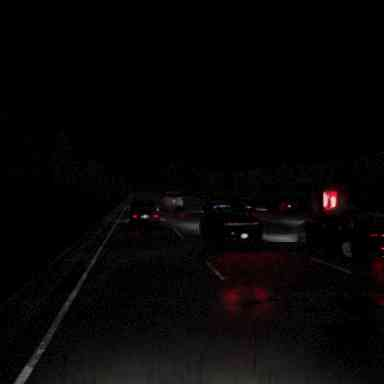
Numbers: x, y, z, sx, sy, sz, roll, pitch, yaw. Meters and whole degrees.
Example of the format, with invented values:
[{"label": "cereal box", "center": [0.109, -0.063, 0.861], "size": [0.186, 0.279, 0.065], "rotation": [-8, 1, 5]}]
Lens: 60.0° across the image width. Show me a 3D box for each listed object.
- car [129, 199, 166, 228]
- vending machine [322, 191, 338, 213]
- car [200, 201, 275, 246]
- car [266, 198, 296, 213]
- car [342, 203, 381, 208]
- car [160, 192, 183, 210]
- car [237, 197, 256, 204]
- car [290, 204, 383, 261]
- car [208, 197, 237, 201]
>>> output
[{"label": "car", "center": [-3.067, 1.442, 21.378], "size": [2.033, 1.411, 5.357], "rotation": [0, 0, -10]}, {"label": "vending machine", "center": [13.347, 0.913, 32.117], "size": [1.100, 2.100, 0.880], "rotation": [0, 0, -10]}, {"label": "car", "center": [1.561, 1.394, 14.669], "size": [2.128, 1.511, 4.902], "rotation": [0, 0, -9]}, {"label": "car", "center": [9.027, 1.301, 33.900], "size": [1.994, 1.385, 4.181], "rotation": [0, 0, -10]}, {"label": "car", "center": [8.277, 1.333, 17.107], "size": [2.128, 1.511, 4.902], "rotation": [0, 0, -9]}, {"label": "car", "center": [-2.367, 1.011, 38.353], "size": [2.150, 2.045, 5.566], "rotation": [0, 0, -10]}, {"label": "car", "center": [5.269, 1.261, 35.153], "size": [1.837, 1.490, 4.892], "rotation": [0, 0, -10]}, {"label": "car", "center": [5.529, 1.396, 11.849], "size": [1.837, 1.490, 4.892], "rotation": [0, 0, -8]}, {"label": "car", "center": [2.281, 1.344, 31.810], "size": [2.033, 1.411, 5.357], "rotation": [0, 0, -10]}]
